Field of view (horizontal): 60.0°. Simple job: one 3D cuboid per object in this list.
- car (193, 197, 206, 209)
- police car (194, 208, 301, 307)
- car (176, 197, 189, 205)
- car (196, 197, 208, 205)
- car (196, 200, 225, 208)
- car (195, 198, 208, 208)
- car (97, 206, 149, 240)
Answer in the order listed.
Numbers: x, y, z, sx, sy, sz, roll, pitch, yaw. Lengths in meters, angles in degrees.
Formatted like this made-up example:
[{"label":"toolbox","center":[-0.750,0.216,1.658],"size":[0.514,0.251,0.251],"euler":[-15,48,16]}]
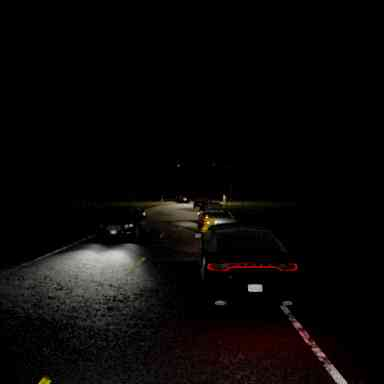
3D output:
[{"label":"car","center":[1.215,1.450,45.781],"size":[1.882,1.535,5.008],"euler":[0,0,3]},{"label":"police car","center":[1.097,1.425,8.220],"size":[1.930,1.638,5.238],"euler":[0,0,1]},{"label":"car","center":[-1.632,1.522,58.772],"size":[1.994,1.385,4.181],"euler":[0,0,4]},{"label":"car","center":[1.856,1.557,57.877],"size":[1.895,1.301,4.718],"euler":[0,0,4]},{"label":"car","center":[1.257,1.452,18.270],"size":[1.801,1.575,5.366],"euler":[0,0,1]},{"label":"car","center":[1.397,1.471,24.060],"size":[1.882,1.535,5.008],"euler":[0,0,2]},{"label":"car","center":[-3.402,1.489,17.019],"size":[2.128,1.511,4.902],"euler":[0,0,1]}]
